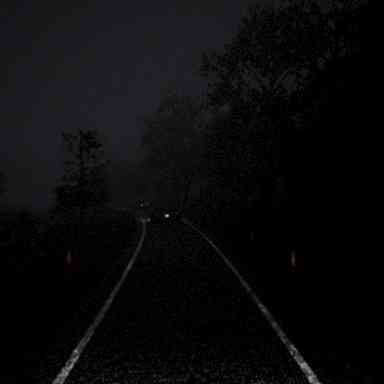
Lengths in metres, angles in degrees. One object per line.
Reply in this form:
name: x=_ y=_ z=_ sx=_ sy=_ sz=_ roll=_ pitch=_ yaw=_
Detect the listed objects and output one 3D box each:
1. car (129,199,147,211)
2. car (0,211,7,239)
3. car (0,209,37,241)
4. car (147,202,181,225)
car: x=-6.629 y=1.544 z=41.489 sx=1.994 sy=1.385 sz=4.181 roll=-1 pitch=0 yaw=-19
car: x=-9.347 y=1.660 z=12.450 sx=2.231 sy=1.521 sz=4.892 roll=2 pitch=-1 yaw=-6
car: x=-9.982 y=1.681 z=18.005 sx=2.231 sy=1.521 sz=4.892 roll=2 pitch=-1 yaw=-6
car: x=-1.927 y=1.504 z=23.378 sx=1.994 sy=1.385 sz=4.181 roll=0 pitch=0 yaw=-9
